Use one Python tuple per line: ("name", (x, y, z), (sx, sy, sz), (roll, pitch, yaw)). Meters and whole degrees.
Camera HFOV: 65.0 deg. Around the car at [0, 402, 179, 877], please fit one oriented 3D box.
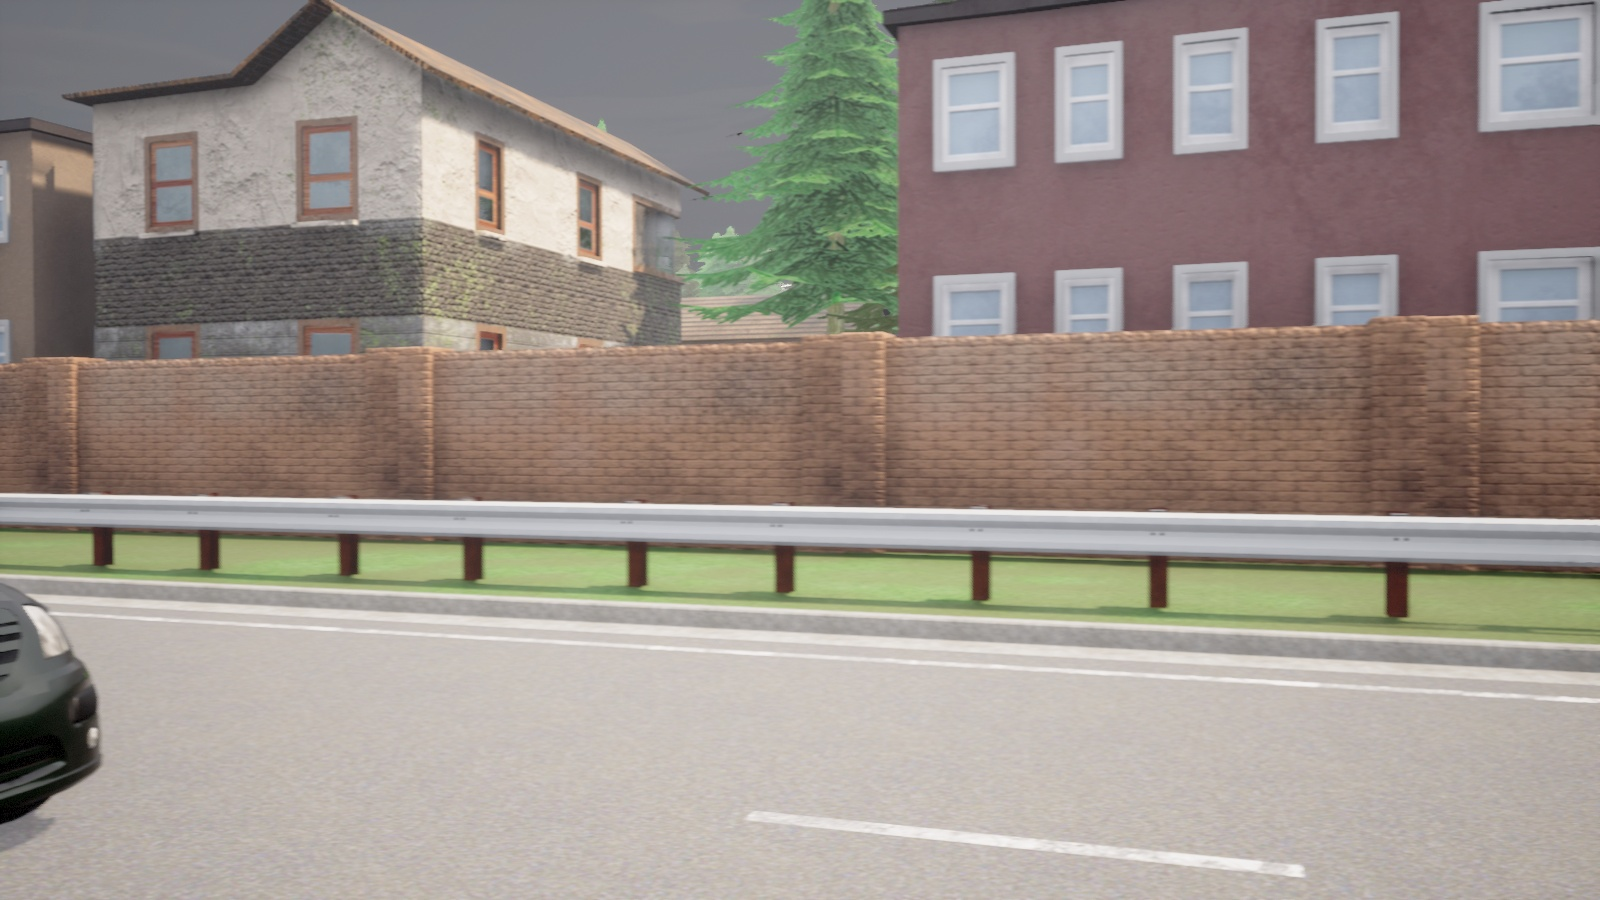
("car", (-4.663, 0.631, 4.759), (3.988, 1.617, 1.851), (1, 1, 19))
